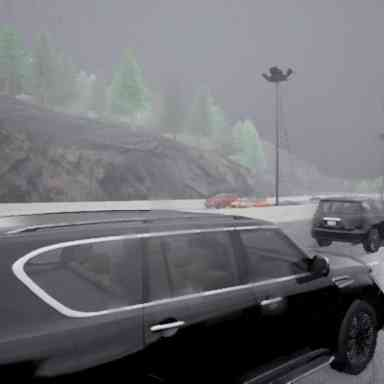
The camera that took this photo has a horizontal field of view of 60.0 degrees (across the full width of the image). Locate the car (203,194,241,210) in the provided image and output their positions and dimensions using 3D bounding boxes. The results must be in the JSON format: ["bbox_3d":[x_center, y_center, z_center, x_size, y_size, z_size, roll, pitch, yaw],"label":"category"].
[{"bbox_3d":[4.111,1.292,44.827,2.150,2.045,5.566,0,0,44],"label":"car"}]

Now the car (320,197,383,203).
[{"bbox_3d":[7.208,1.238,13.992,5.566,2.045,2.150,0,0,-40],"label":"car"}]

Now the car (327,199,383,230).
[{"bbox_3d":[11.059,1.378,22.057,4.553,1.767,2.097,0,0,-42],"label":"car"}]

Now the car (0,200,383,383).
[{"bbox_3d":[0.042,1.229,3.890,5.566,2.045,2.150,0,0,-36],"label":"car"}]

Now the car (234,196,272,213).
[{"bbox_3d":[6.986,1.410,37.805,2.097,1.767,4.553,0,0,44],"label":"car"}]

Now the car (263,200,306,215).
[{"bbox_3d":[10.055,1.598,35.883,2.033,1.411,5.357,0,0,45],"label":"car"}]

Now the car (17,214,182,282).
[{"bbox_3d":[-2.768,1.548,10.547,4.674,1.442,1.812,0,0,-37],"label":"car"}]
